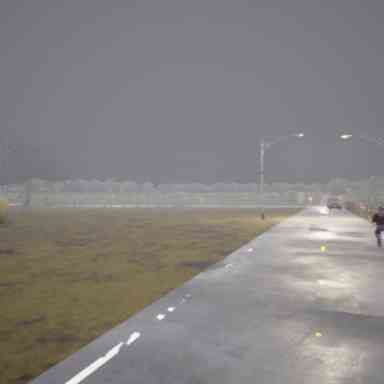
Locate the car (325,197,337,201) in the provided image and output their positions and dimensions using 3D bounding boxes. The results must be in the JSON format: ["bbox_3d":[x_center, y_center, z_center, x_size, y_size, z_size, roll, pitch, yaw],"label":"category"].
[{"bbox_3d":[26.165,2.008,61.980,2.150,2.045,5.566,-1,-1,22],"label":"car"}]

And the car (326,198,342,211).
[{"bbox_3d":[22.043,2.086,51.398,1.837,1.490,4.892,-1,-1,22],"label":"car"}]

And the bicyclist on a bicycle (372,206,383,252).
[{"bbox_3d":[7.502,1.434,13.253,0.659,1.776,1.843,-1,0,22],"label":"bicyclist on a bicycle"}]
